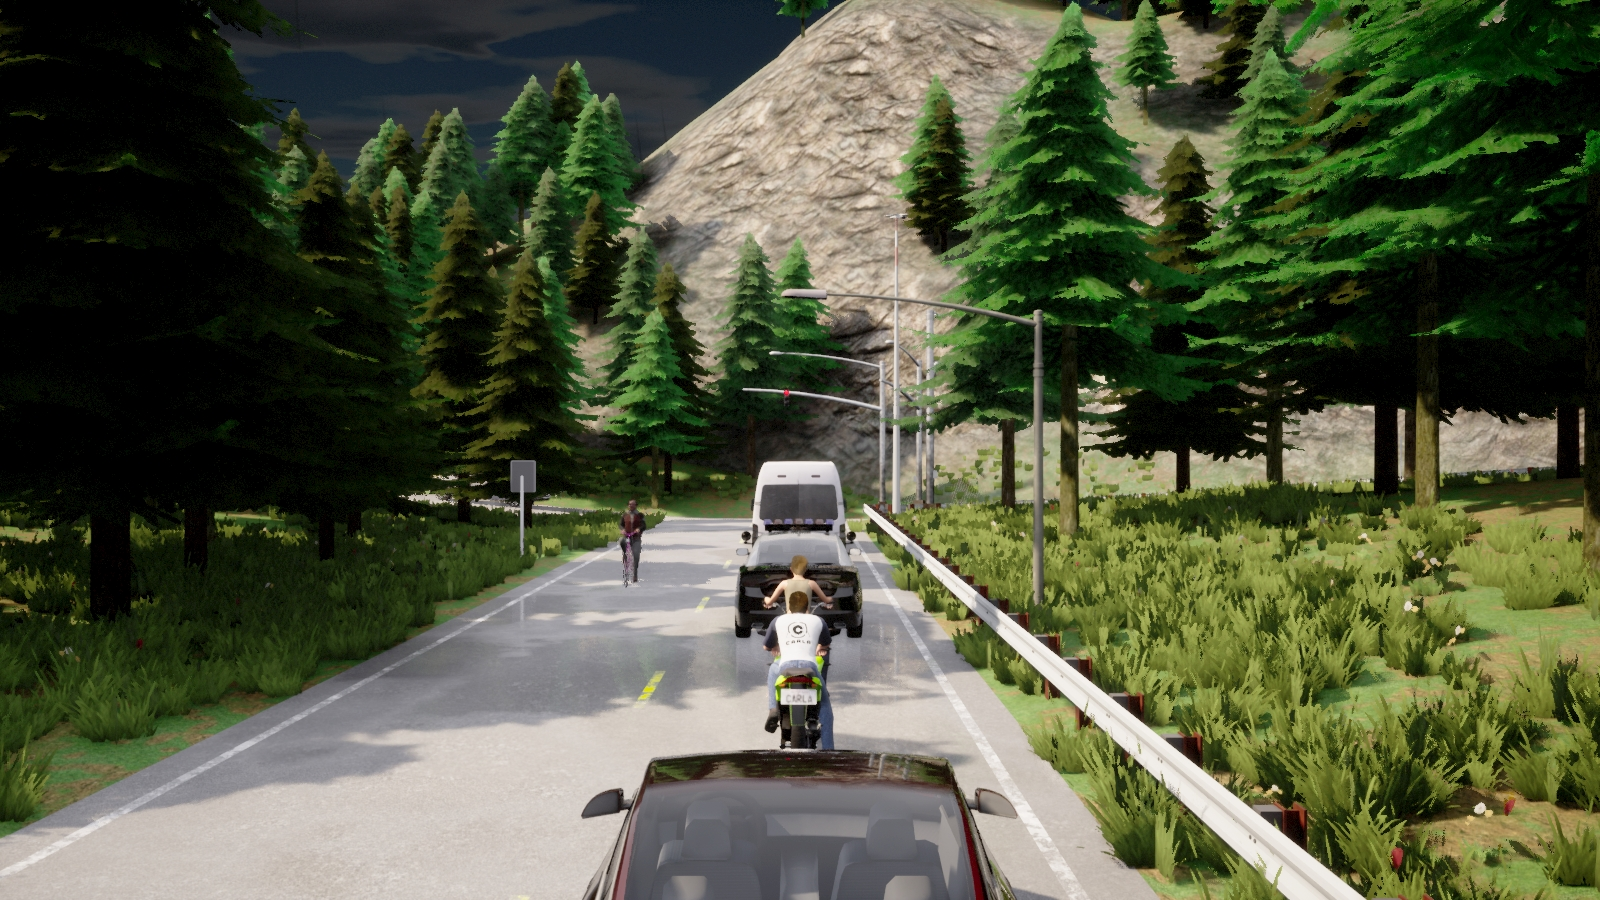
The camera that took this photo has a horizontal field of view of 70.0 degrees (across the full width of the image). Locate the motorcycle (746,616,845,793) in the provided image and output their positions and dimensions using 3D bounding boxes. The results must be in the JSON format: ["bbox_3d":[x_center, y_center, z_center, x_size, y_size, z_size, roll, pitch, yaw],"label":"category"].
[{"bbox_3d":[-0.033,2.213,10.287,0.803,1.145,2.033,0,0,0],"label":"motorcycle"}]

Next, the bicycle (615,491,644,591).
[{"bbox_3d":[-3.517,1.836,23.623,0.329,1.919,1.835,0,0,0],"label":"bicycle"}]

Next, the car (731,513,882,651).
[{"bbox_3d":[0.090,1.982,18.501,2.097,1.638,5.238,0,0,0],"label":"car"}]

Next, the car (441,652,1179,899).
[{"bbox_3d":[0.027,2.063,5.080,2.163,1.488,4.792,0,0,0],"label":"car"}]

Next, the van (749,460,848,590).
[{"bbox_3d":[-0.039,1.534,25.918,1.988,2.561,5.915,0,0,0],"label":"van"}]
